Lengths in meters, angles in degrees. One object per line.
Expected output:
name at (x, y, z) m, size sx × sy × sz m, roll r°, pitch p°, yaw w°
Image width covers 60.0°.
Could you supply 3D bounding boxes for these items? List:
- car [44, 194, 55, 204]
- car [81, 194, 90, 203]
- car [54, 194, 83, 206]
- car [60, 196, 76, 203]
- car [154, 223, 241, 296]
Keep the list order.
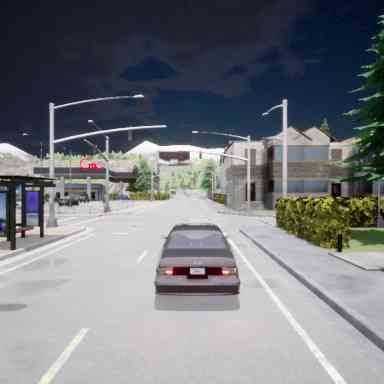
car at (-25.854, 1.287, 61.025) m, size 1.932 × 1.855 × 4.605 m, roll 0°, pitch 0°, yaw 0°
car at (-22.584, 1.266, 68.900) m, size 1.905 × 1.878 × 3.866 m, roll 0°, pitch 0°, yaw 0°
car at (-18.891, 1.488, 51.029) m, size 2.007 × 1.523 × 4.514 m, roll 0°, pitch 0°, yaw 0°
car at (-25.910, 1.550, 69.504) m, size 1.970 × 1.475 × 3.806 m, roll 0°, pitch 0°, yaw 0°
car at (0.105, 1.547, 8.822) m, size 2.033 × 1.411 × 5.357 m, roll 0°, pitch 0°, yaw 0°
